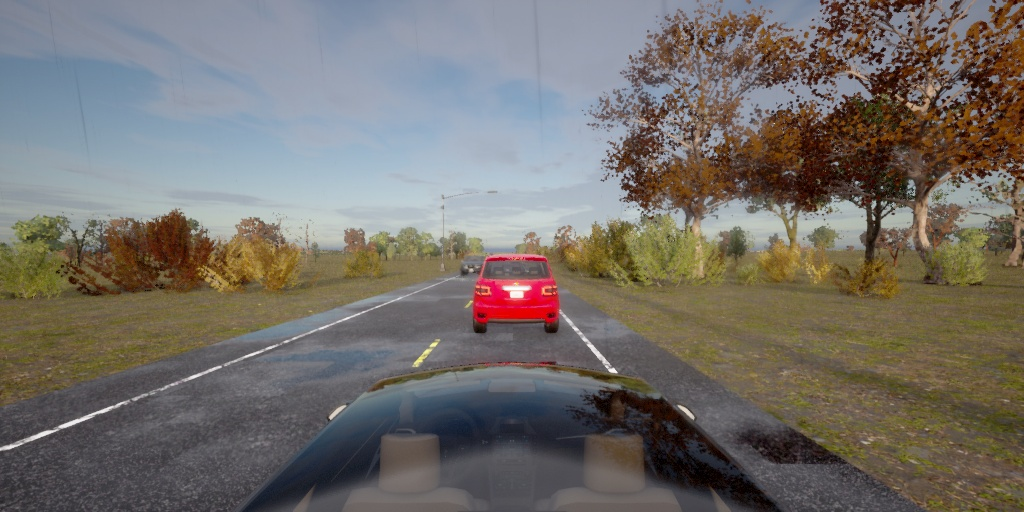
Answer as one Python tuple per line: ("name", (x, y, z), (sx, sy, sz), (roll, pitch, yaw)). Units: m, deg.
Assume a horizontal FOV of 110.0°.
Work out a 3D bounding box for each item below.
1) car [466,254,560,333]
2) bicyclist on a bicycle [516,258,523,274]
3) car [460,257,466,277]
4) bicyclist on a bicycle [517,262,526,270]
("car", (0.085, 0.968, 10.831), (2.150, 2.045, 5.566), (0, 0, -1))
("bicyclist on a bicycle", (0.812, 1.107, 40.022), (0.659, 1.776, 1.843), (0, 0, 0))
("car", (-3.719, 0.960, 35.266), (2.150, 2.045, 5.566), (0, 0, 0))
("bicyclist on a bicycle", (0.880, 1.110, 30.010), (0.659, 1.776, 1.843), (0, 0, 0))
